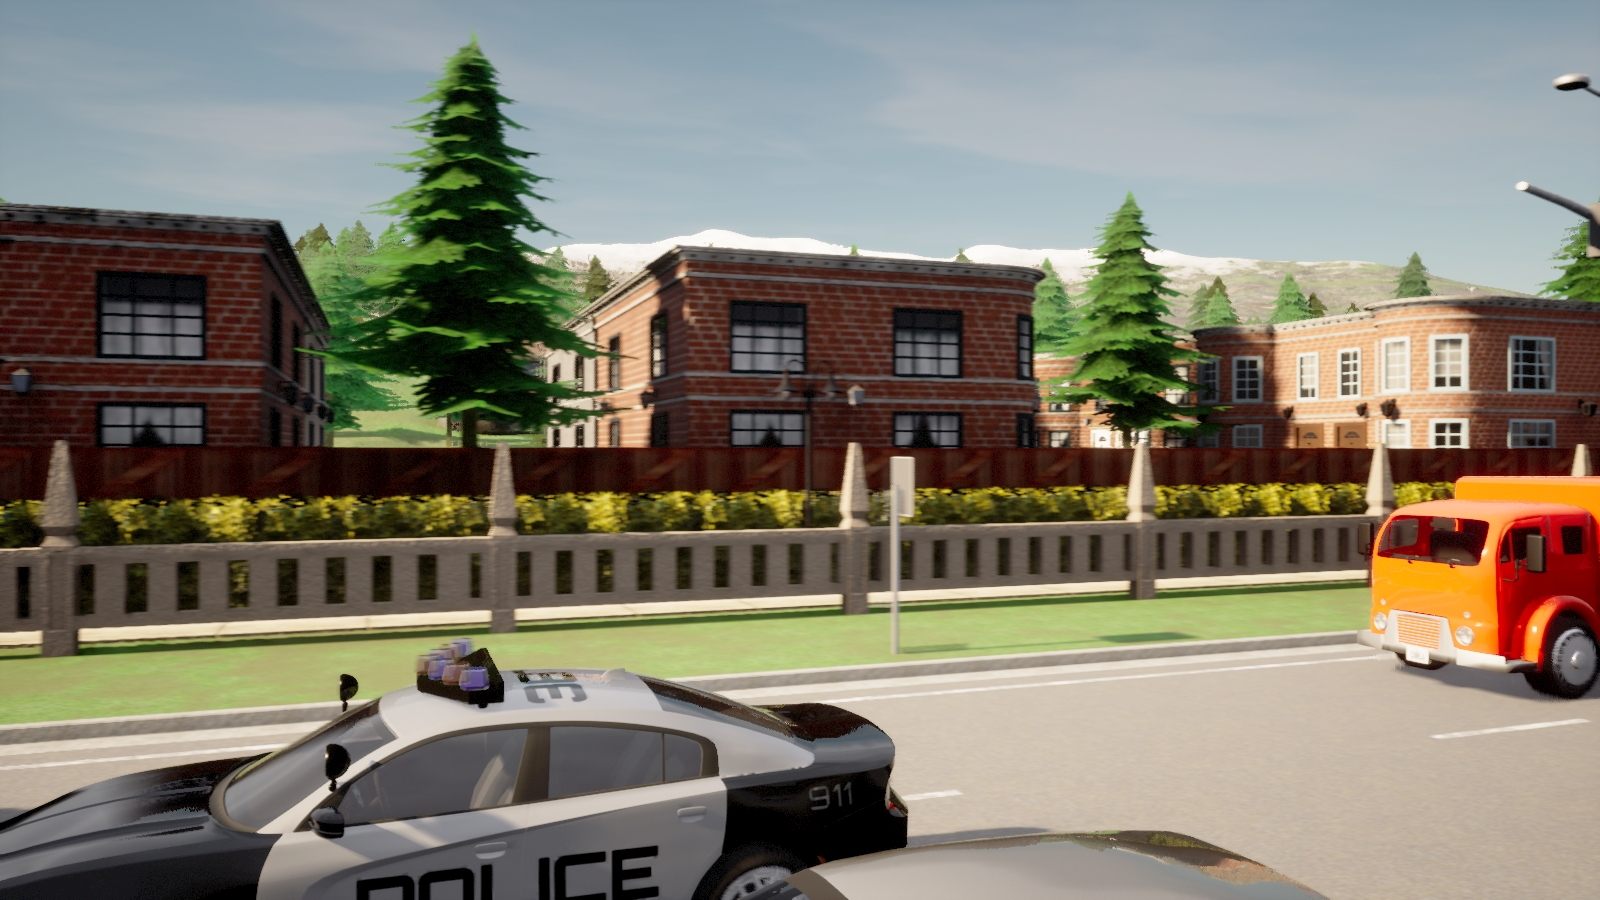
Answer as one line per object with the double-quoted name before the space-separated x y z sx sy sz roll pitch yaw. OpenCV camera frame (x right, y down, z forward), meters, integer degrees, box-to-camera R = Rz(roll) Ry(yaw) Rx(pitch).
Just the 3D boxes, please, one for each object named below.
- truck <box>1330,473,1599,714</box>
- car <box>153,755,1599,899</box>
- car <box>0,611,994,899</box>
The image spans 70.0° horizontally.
"truck" 9.670 1.568 14.267 5.204 2.467 2.627 0 0 -20
"car" 0.306 2.065 3.413 4.193 1.474 1.816 0 0 -20
"car" -1.749 1.982 6.387 5.238 1.638 2.097 0 0 -20
